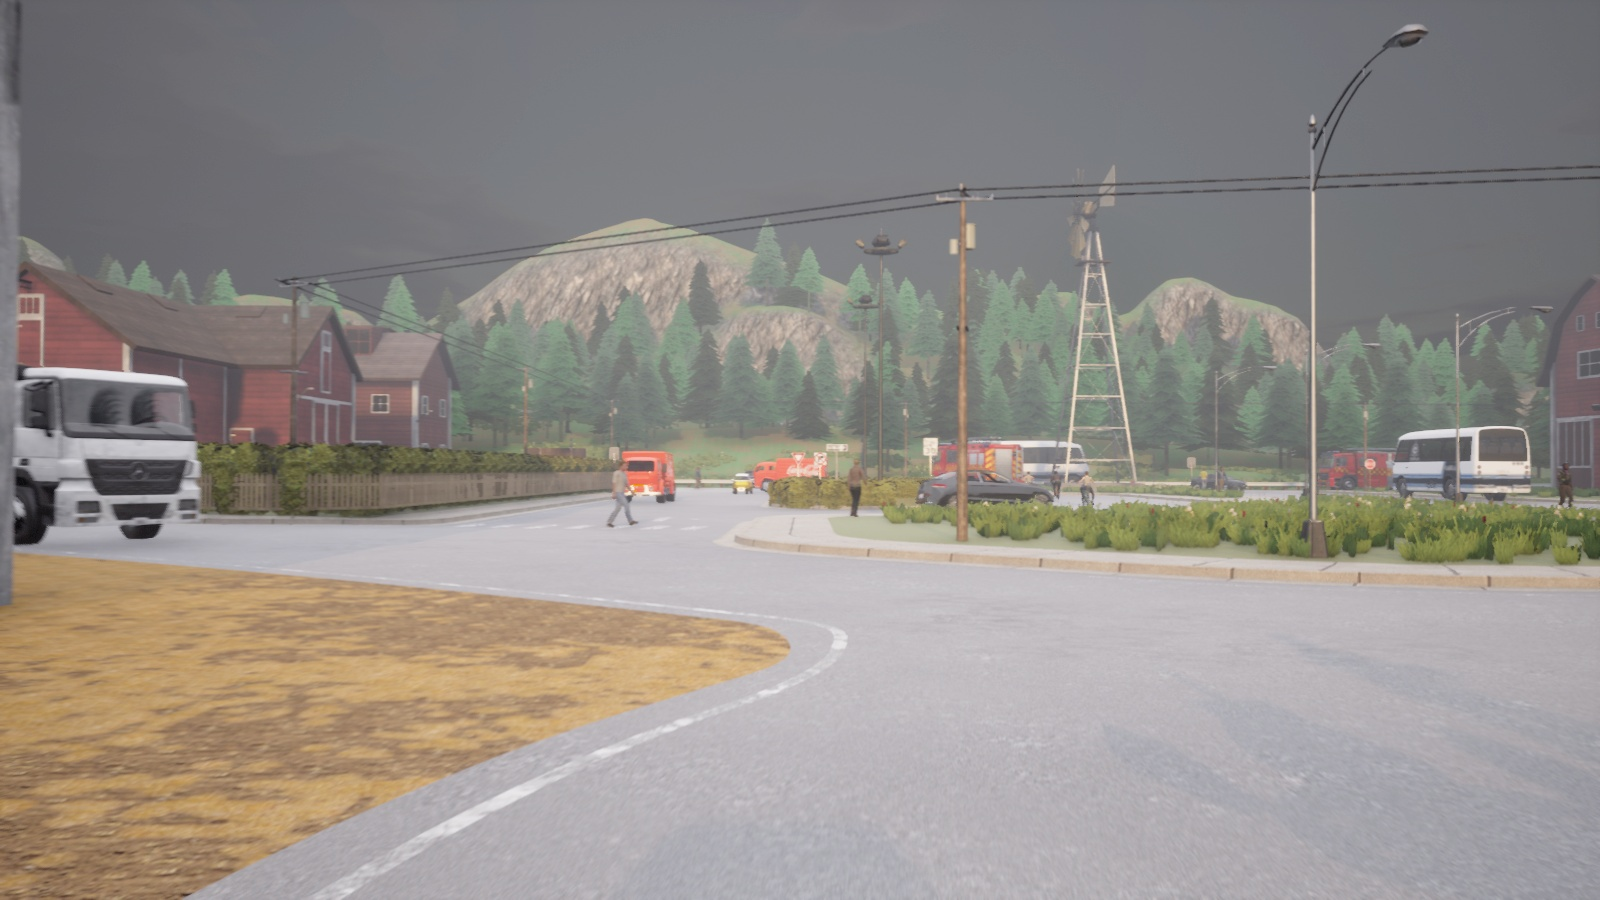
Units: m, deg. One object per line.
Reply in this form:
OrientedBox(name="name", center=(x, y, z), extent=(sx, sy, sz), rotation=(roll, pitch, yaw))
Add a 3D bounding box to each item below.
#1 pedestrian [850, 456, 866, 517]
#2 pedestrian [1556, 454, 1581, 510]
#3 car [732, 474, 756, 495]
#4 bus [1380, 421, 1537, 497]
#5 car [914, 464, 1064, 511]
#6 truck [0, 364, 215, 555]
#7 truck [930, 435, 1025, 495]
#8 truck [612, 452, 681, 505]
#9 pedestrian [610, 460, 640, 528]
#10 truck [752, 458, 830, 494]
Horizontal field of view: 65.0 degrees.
OrientedBox(name="pedestrian", center=(1.764, 1.105, 38.295), extent=(0.331, 1.846, 0.634), rotation=(-1, -1, 18))
OrientedBox(name="pedestrian", center=(26.930, 1.113, 43.999), extent=(0.395, 1.930, 0.692), rotation=(0, -1, -4))
OrientedBox(name="car", center=(-3.726, 2.292, 84.179), extent=(1.481, 1.376, 2.207), rotation=(0, -1, 0))
OrientedBox(name="bus", center=(39.348, 0.568, 75.674), extent=(3.944, 4.253, 10.273), rotation=(0, -1, 0))
OrientedBox(name="car", center=(6.934, 1.343, 46.219), extent=(5.027, 1.651, 2.152), rotation=(0, -1, -17))
OrientedBox(name="truck", center=(-15.995, 0.215, 25.772), extent=(7.936, 3.462, 2.891), rotation=(0, -1, 27))
OrientedBox(name="truck", center=(11.794, 1.024, 84.564), extent=(2.891, 3.827, 8.468), rotation=(0, -1, -18))
OrientedBox(name="truck", center=(-7.362, 1.372, 60.798), extent=(2.627, 2.467, 5.204), rotation=(0, -1, 0))
OrientedBox(name="pedestrian", center=(-4.731, 1.187, 33.890), extent=(0.706, 1.836, 0.354), rotation=(0, -1, 17))
OrientedBox(name="truck", center=(-0.622, 1.826, 89.037), extent=(5.204, 2.467, 2.627), rotation=(0, 0, 9))
